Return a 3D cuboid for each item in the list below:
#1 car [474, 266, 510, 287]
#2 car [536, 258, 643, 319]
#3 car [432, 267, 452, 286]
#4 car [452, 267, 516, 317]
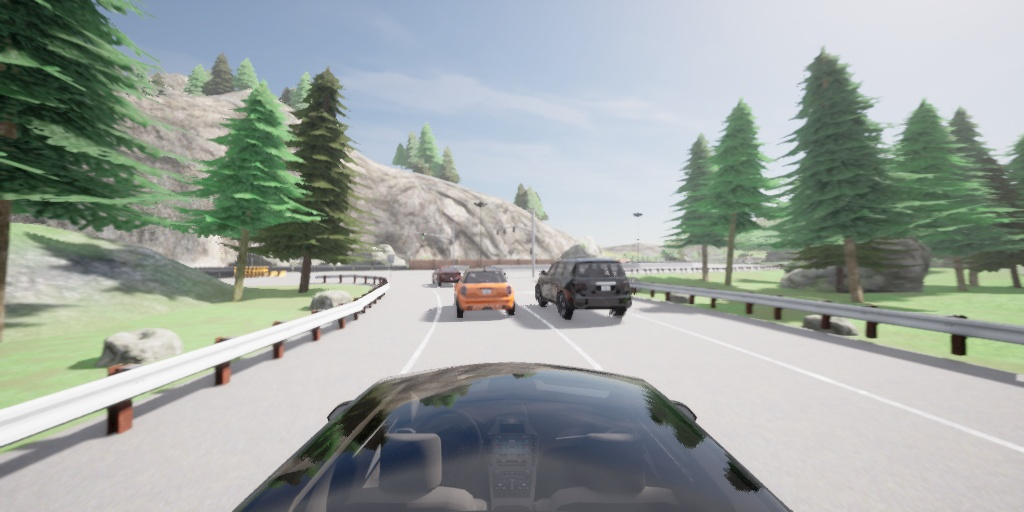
[{"bbox_3d":[-1.778,1.641,30.299,1.837,1.490,4.892,0,0,-19],"label":"car"},{"bbox_3d":[2.468,1.115,13.697,2.150,2.045,5.566,0,0,-9],"label":"car"},{"bbox_3d":[-5.456,1.628,29.832,1.882,1.535,5.008,0,-1,-20],"label":"car"},{"bbox_3d":[-1.216,1.274,14.344,2.097,1.767,4.553,0,-1,-10],"label":"car"}]
